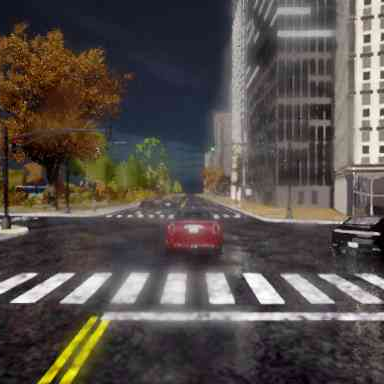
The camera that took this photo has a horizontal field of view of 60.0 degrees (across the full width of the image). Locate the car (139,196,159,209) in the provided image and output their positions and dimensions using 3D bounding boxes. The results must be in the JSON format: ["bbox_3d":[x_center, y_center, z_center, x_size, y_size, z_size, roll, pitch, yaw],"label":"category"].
[{"bbox_3d":[-6.584,1.706,49.278,2.033,1.411,5.357,0,0,0],"label":"car"}]

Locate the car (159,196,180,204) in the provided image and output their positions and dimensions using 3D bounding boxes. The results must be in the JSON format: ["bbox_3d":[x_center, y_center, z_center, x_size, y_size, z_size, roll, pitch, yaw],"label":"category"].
[{"bbox_3d":[-3.333,1.652,49.627,2.128,1.511,4.902,0,0,0],"label":"car"}]

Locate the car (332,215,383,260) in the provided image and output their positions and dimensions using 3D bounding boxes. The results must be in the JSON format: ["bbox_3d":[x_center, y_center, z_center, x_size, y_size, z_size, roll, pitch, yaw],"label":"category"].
[{"bbox_3d":[7.181,1.676,12.996,2.128,1.511,4.902,0,-2,45],"label":"car"}]

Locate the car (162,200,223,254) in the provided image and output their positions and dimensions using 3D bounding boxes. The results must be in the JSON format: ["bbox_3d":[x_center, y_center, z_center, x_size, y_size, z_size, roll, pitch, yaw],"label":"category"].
[{"bbox_3d":[0.080,1.391,13.862,2.097,1.767,4.553,0,0,0],"label":"car"}]
